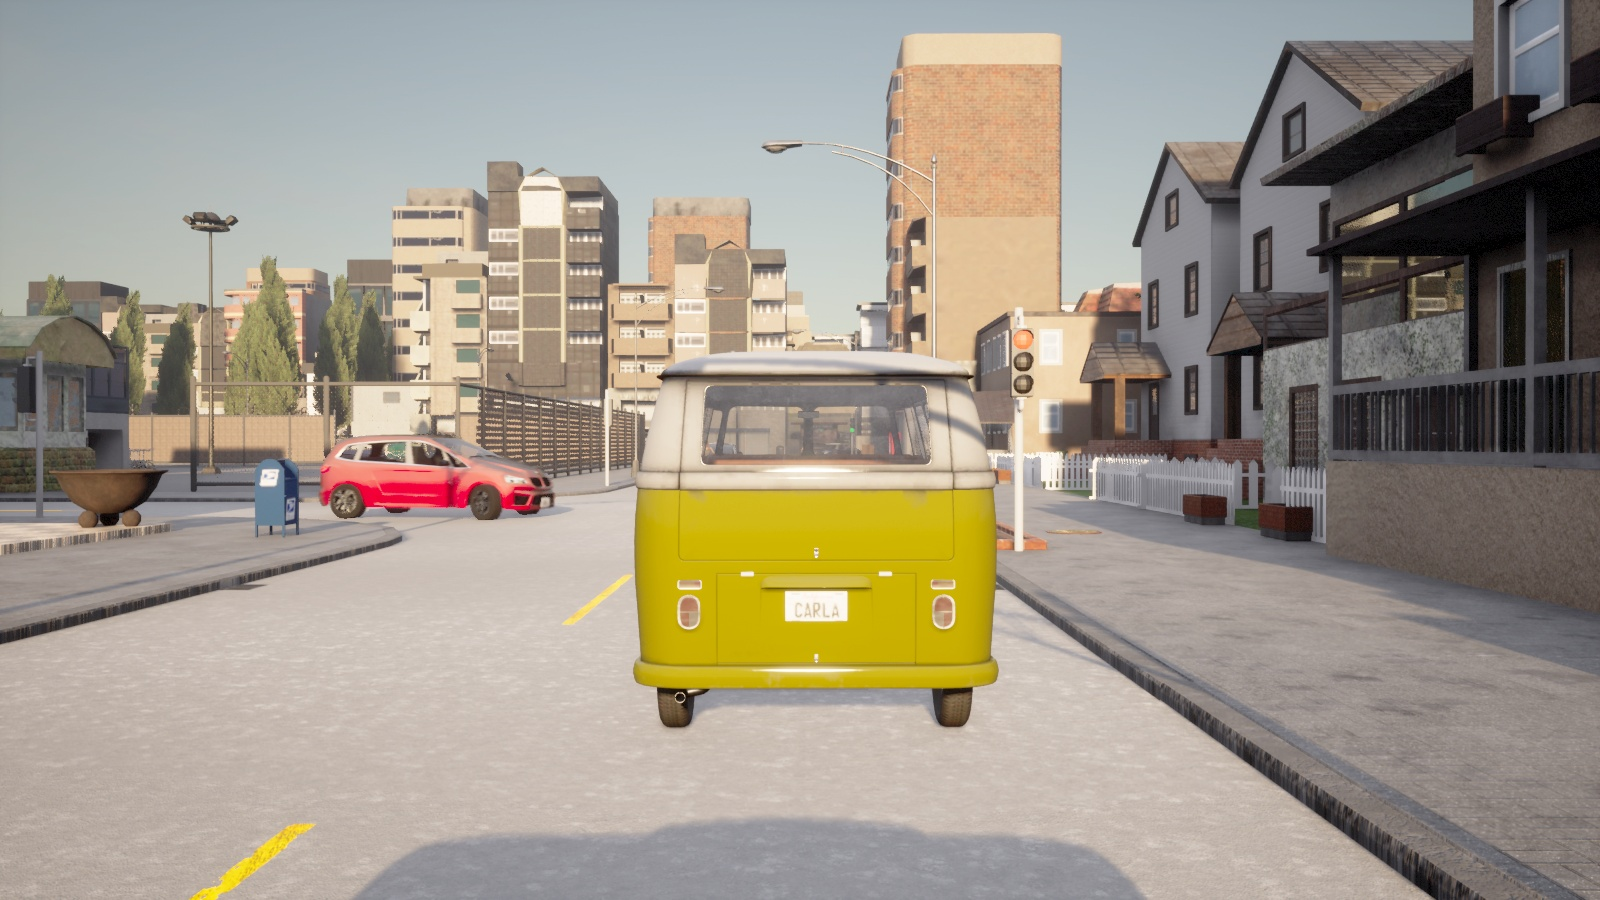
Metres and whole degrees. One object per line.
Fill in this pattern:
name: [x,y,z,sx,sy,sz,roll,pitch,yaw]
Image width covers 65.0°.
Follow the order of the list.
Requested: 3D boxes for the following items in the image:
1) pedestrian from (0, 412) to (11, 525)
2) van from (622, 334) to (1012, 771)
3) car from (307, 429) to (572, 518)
pedestrian: [-14.222,0.317,21.811,0.788,1.949,0.423,0,0,-16]
van: [0.070,0.454,7.932,1.775,1.987,4.442,0,0,0]
car: [-7.197,0.442,25.299,4.611,1.667,2.242,0,0,13]
